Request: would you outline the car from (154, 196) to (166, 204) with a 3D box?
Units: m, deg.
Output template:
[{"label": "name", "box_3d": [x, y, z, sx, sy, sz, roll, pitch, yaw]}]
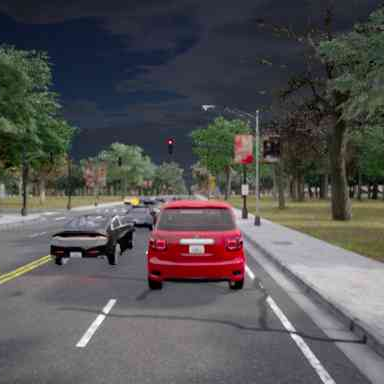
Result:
[{"label": "car", "box_3d": [-6.601, 1.589, 68.703, 2.033, 1.411, 5.357, 0, 0, 0]}]

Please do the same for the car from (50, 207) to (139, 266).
[{"label": "car", "box_3d": [-3.164, 1.495, 11.479, 2.128, 1.511, 4.902, 0, 0, 0]}]

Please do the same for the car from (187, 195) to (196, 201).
[{"label": "car", "box_3d": [-0.129, 1.480, 87.080, 2.128, 1.511, 4.902, 0, 0, 0]}]

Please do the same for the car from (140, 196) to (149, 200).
[{"label": "car", "box_3d": [-6.667, 1.629, 53.324, 1.895, 1.301, 4.718, 0, 0, 0]}]

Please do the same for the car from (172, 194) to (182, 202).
[{"label": "car", "box_3d": [-3.363, 1.415, 77.047, 2.097, 1.767, 4.553, 0, 0, 0]}]

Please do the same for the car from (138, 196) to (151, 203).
[{"label": "car", "box_3d": [-9.852, 1.548, 69.174, 1.837, 1.490, 4.892, 0, 0, 0]}]

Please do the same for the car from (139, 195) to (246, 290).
[{"label": "car", "box_3d": [0.089, 1.223, 9.249, 2.150, 2.045, 5.566, 0, 0, 0]}]

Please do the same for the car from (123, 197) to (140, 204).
[{"label": "car", "box_3d": [-9.912, 1.506, 53.924, 1.882, 1.535, 5.008, 0, 0, 0]}]

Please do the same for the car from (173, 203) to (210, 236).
[{"label": "car", "box_3d": [-0.027, 1.483, 19.565, 1.882, 1.535, 5.008, 0, 0, 0]}]

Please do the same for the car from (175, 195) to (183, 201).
[{"label": "car", "box_3d": [-3.379, 1.550, 87.106, 1.895, 1.301, 4.718, 0, 0, 0]}]

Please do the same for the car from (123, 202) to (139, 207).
[{"label": "car", "box_3d": [-3.180, 1.570, 20.823, 1.994, 1.385, 4.181, 0, 0, 0]}]

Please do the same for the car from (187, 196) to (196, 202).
[{"label": "car", "box_3d": [-0.113, 1.598, 76.665, 2.033, 1.411, 5.357, 0, 0, 0]}]
